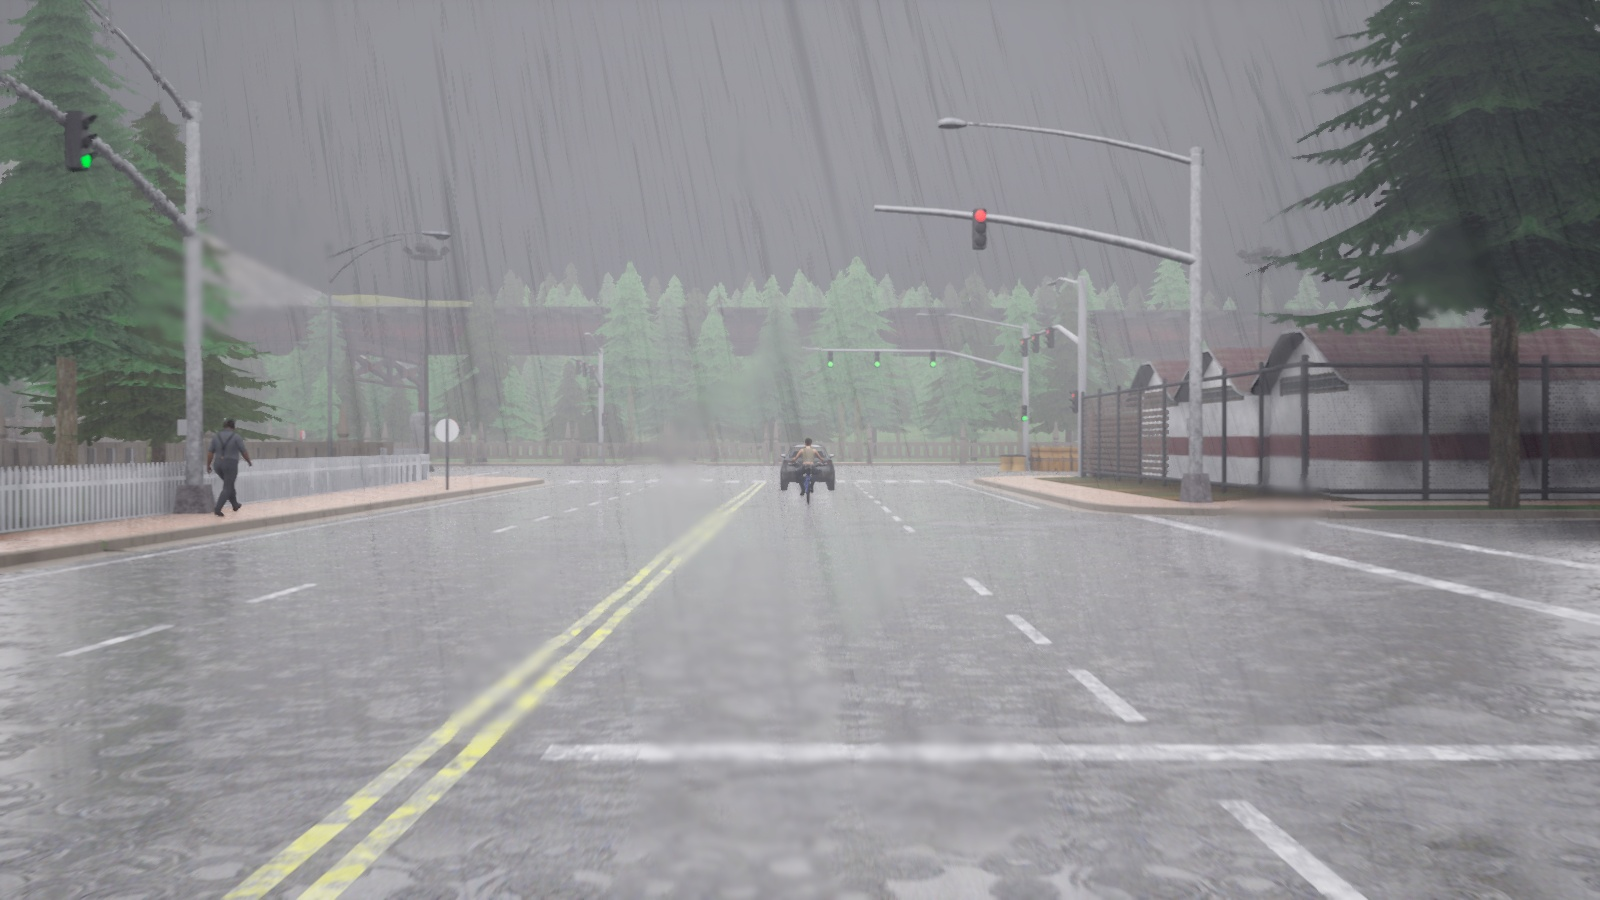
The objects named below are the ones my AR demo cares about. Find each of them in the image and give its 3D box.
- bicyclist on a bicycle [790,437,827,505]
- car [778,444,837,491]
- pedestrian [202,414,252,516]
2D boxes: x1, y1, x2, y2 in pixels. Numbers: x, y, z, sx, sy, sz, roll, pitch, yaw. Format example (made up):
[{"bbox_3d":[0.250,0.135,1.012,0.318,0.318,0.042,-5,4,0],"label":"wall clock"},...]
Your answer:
[{"bbox_3d":[0.199,0.510,30.814,0.866,1.612,1.509,0,0,-1],"label":"bicyclist on a bicycle"},{"bbox_3d":[0.248,0.530,40.965,1.816,1.474,4.193,0,0,0],"label":"car"},{"bbox_3d":[-10.450,0.268,22.911,0.540,1.848,0.694,0,0,5],"label":"pedestrian"}]
